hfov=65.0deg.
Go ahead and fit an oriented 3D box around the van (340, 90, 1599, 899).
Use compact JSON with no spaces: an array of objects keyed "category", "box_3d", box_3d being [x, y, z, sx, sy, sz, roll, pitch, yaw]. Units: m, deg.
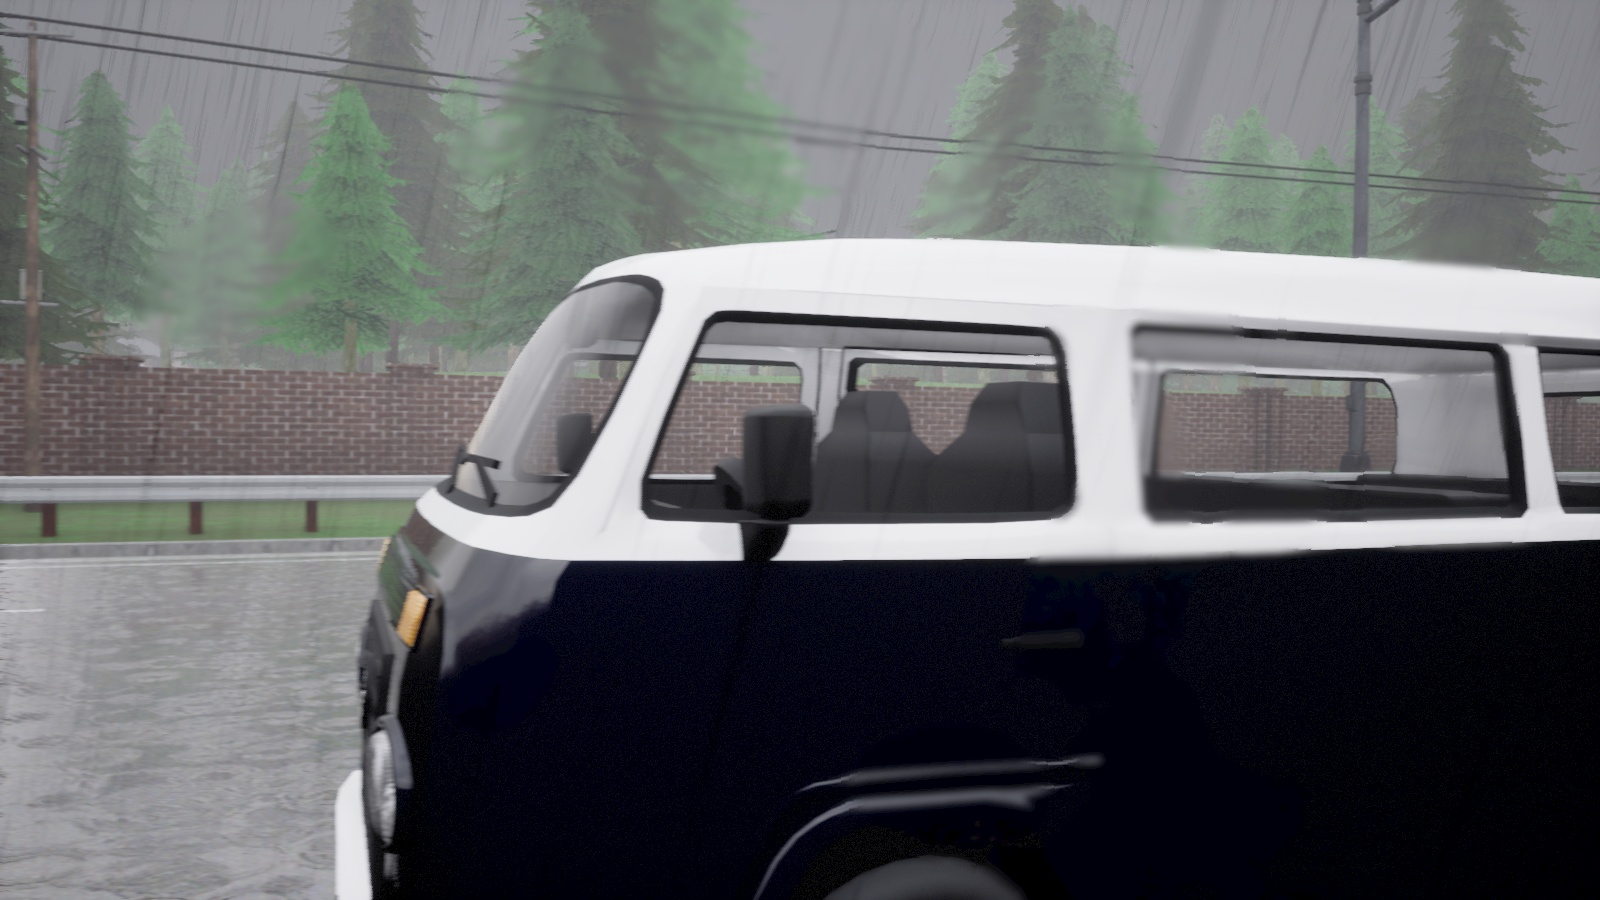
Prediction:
[{"category":"van","box_3d":[1.071,0.454,3.642,4.480,2.038,2.069,0,1,-21]}]
